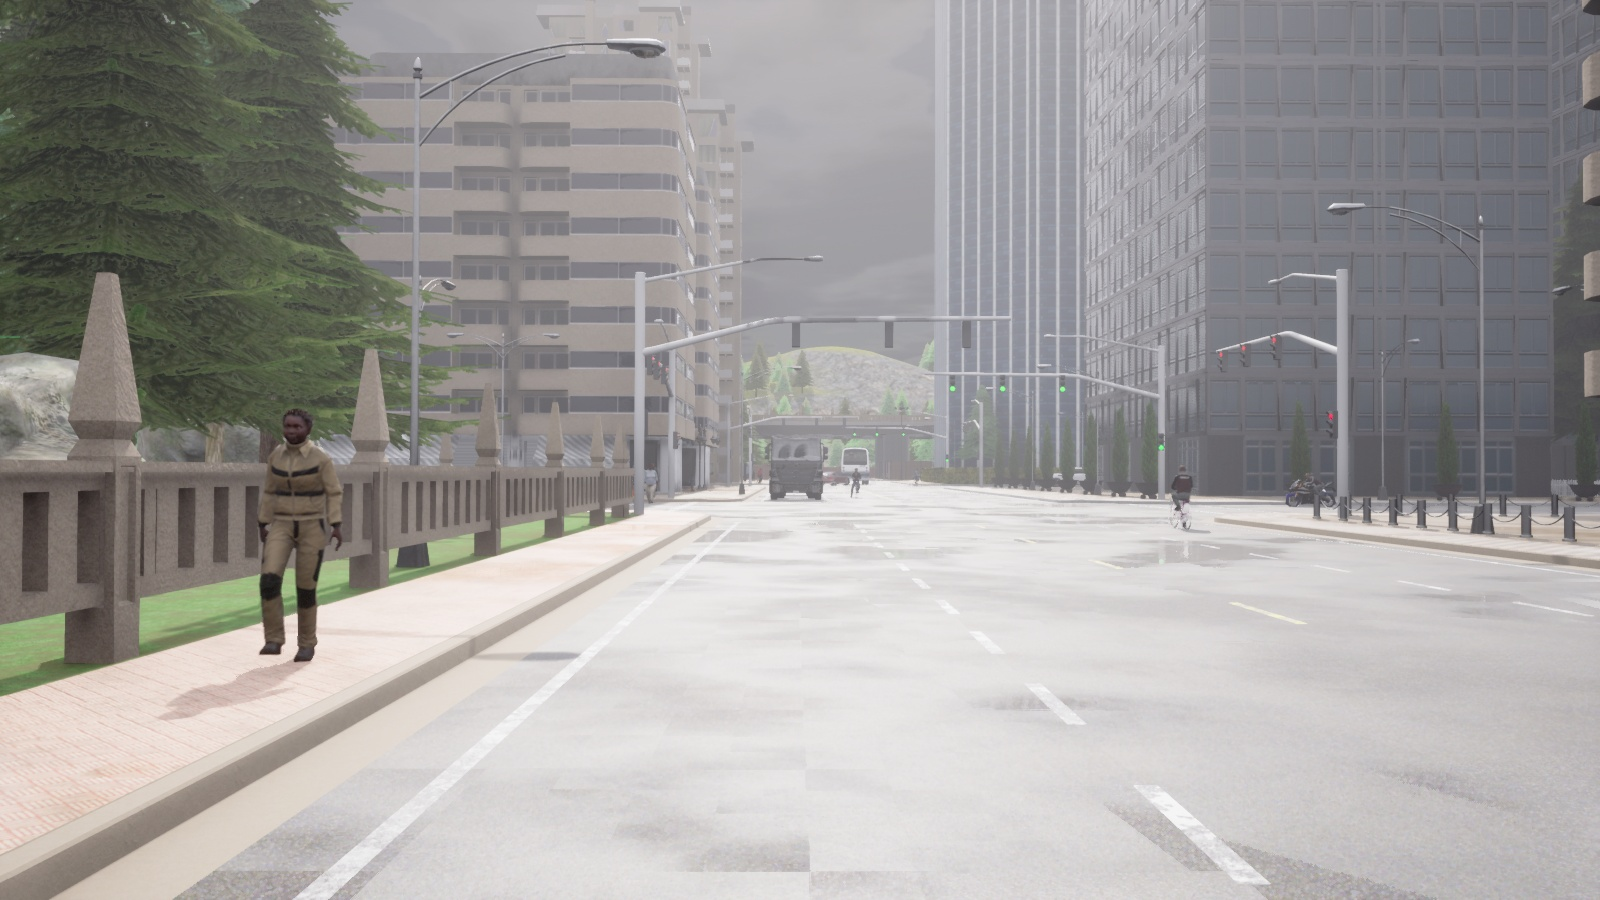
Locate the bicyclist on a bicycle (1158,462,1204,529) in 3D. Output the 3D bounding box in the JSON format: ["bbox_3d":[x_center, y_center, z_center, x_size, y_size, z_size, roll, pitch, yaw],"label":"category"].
[{"bbox_3d":[10.401,1.219,34.345,0.659,1.776,1.843,0,-1,0],"label":"bicyclist on a bicycle"}]

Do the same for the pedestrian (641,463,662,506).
[{"bbox_3d":[-6.543,1.505,55.267,0.874,1.855,0.900,0,-1,-10],"label":"pedestrian"}]

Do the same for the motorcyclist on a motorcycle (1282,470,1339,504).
[{"bbox_3d":[22.751,1.641,55.963,2.191,1.530,0.866,0,-1,0],"label":"motorcyclist on a motorcycle"}]

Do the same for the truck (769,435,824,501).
[{"bbox_3d":[-0.204,1.010,70.268,2.891,3.462,7.936,0,-1,0],"label":"truck"}]

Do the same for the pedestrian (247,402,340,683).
[{"bbox_3d":[-3.604,0.638,8.965,0.396,1.930,0.692,0,-1,-2],"label":"pedestrian"}]
